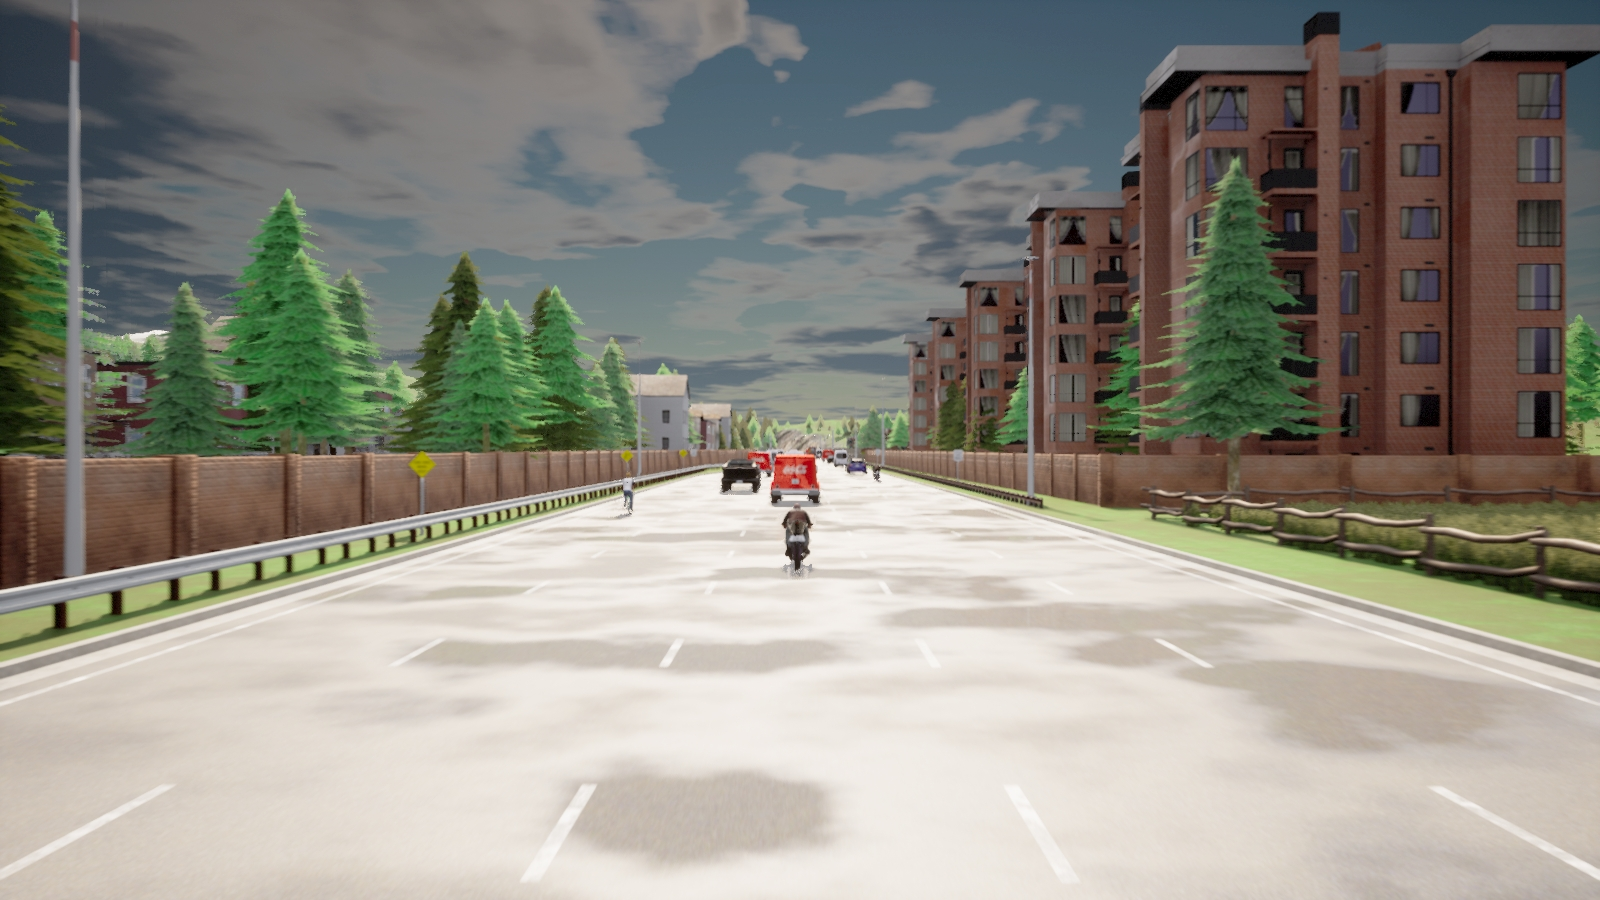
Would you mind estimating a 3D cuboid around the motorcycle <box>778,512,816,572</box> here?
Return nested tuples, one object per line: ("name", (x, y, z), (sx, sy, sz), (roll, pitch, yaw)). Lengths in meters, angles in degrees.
("motorcycle", (-0.068, 2.165, 27.342), (0.867, 1.251, 2.209), (0, 0, 0))

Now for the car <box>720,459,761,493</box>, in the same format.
("car", (-3.843, 1.648, 75.238), (2.390, 2.098, 6.274), (0, 0, 0))

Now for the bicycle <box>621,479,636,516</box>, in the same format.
("bicycle", (-7.200, 1.987, 48.009), (0.373, 1.496, 1.643), (0, 0, 0))

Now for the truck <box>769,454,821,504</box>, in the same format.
("truck", (-0.258, 1.483, 60.460), (2.627, 2.467, 5.204), (0, 0, 0))
